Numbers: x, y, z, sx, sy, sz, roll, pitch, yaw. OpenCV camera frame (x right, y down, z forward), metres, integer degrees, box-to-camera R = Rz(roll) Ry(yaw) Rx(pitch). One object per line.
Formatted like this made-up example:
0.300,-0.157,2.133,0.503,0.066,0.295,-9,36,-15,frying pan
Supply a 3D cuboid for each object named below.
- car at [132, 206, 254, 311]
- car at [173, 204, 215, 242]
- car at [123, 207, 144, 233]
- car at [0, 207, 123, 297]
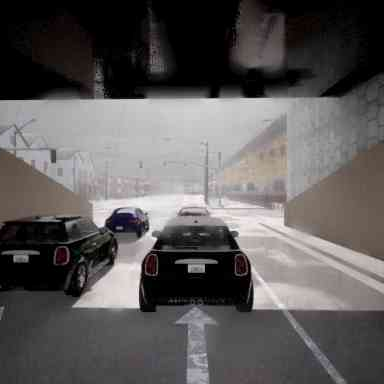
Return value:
0.080,1.352,7.918,2.097,1.767,4.553,0,0,0,car
0.089,1.478,17.337,1.882,1.535,5.008,0,0,0,car
-3.412,1.526,17.949,1.812,1.442,4.674,0,0,0,car
-3.415,1.352,8.767,2.097,1.767,4.553,0,0,0,car
